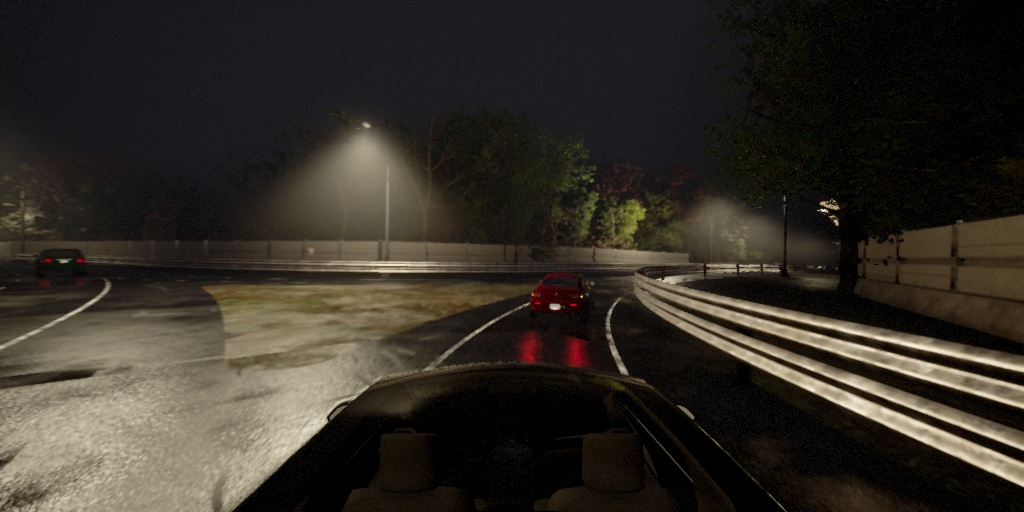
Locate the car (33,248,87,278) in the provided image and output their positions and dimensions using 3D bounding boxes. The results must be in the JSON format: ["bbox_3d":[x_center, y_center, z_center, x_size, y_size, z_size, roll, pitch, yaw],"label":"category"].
[{"bbox_3d":[-32.994,0.457,26.215,5.566,2.045,2.150,1,0,35],"label":"car"}]

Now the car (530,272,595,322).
[{"bbox_3d":[1.856,1.296,12.530,1.812,1.442,4.674,1,0,16],"label":"car"}]
